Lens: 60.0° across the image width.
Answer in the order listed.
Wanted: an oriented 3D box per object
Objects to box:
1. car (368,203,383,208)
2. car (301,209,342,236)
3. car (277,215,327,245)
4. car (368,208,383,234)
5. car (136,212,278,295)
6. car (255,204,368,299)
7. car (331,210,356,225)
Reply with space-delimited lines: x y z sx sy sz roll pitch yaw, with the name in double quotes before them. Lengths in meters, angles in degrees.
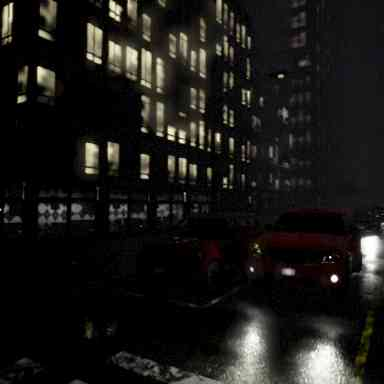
"car" 21.391 2.359 38.134 1.837 1.490 4.892 -1 -2 32
"car" 9.357 2.085 23.838 1.967 1.590 4.097 0 -1 32
"car" 6.429 2.091 19.126 1.802 1.307 4.206 0 -1 32
"car" 12.543 2.146 24.066 2.128 1.511 4.902 -1 -2 32
"car" 0.579 1.550 9.712 2.192 1.841 5.009 0 -1 32
"car" 3.552 1.458 9.616 2.150 2.045 5.566 -1 -2 32
"car" 15.208 2.496 33.254 1.802 1.307 4.206 0 -1 32
